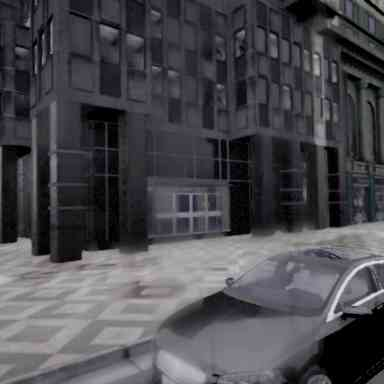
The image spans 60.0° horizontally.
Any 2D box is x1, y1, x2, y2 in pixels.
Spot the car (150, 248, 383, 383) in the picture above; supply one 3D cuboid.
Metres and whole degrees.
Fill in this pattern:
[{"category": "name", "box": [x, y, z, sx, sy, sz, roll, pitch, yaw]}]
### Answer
[{"category": "car", "box": [1.730, 1.637, 4.686, 4.902, 1.511, 2.128, 0, -3, -39]}]
